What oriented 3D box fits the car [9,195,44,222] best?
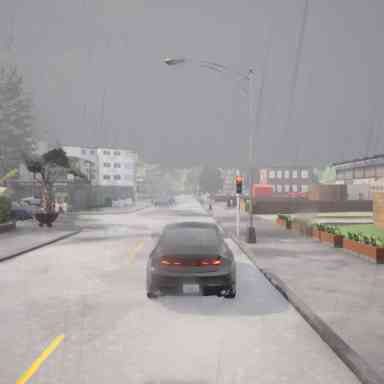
[{"bbox_3d":[-14.248,1.352,25.890,4.553,1.767,2.097,0,0,0],"label":"car"}]

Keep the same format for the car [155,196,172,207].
[{"bbox_3d":[-4.571,1.477,50.620,1.882,1.535,5.008,0,0,0],"label":"car"}]

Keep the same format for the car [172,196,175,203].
[{"bbox_3d":[-4.636,1.477,60.033,1.882,1.535,5.008,0,0,0],"label":"car"}]

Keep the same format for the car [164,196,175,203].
[{"bbox_3d":[-4.664,1.525,70.463,2.128,1.511,4.902,0,0,-1],"label":"car"}]

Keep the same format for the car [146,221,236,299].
[{"bbox_3d":[-0.016,1.505,8.456,1.837,1.490,4.892,0,0,0],"label":"car"}]

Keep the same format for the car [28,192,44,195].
[{"bbox_3d":[-20.154,0.985,42.119,1.905,1.878,3.866,0,0,34],"label":"car"}]
